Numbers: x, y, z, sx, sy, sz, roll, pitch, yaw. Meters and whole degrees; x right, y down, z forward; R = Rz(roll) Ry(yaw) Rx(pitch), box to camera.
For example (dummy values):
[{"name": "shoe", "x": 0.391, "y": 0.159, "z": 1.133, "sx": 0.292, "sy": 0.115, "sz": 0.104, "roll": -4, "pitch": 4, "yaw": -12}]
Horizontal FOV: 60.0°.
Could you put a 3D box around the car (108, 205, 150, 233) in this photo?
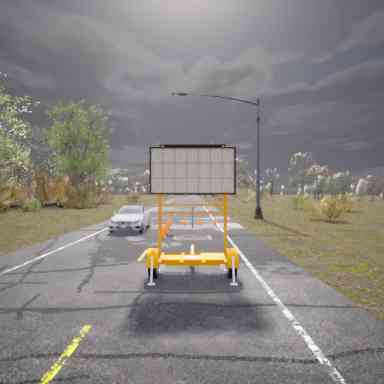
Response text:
[{"name": "car", "x": -3.568, "y": 1.530, "z": 19.661, "sx": 1.812, "sy": 1.442, "sz": 4.674, "roll": 0, "pitch": 0, "yaw": 0}]

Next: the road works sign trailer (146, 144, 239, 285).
[{"name": "road works sign trailer", "x": 0.017, "y": 0.466, "z": 9.436, "sx": 2.380, "sy": 3.560, "sz": 2.880, "roll": 0, "pitch": 0, "yaw": 0}]
